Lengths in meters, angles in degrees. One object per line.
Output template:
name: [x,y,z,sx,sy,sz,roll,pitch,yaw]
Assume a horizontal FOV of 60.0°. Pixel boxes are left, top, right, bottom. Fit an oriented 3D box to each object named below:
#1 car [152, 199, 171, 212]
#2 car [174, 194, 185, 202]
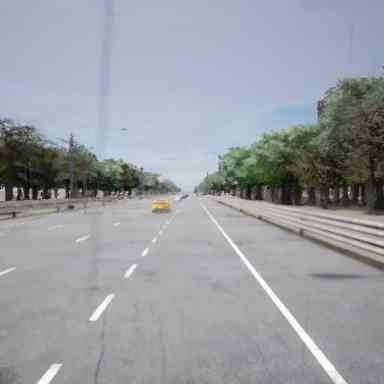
car: [-3.477,1.511,38.775,1.882,1.535,5.008,0,0,0]
car: [-3.326,1.611,78.009,1.812,1.442,4.674,0,0,0]
